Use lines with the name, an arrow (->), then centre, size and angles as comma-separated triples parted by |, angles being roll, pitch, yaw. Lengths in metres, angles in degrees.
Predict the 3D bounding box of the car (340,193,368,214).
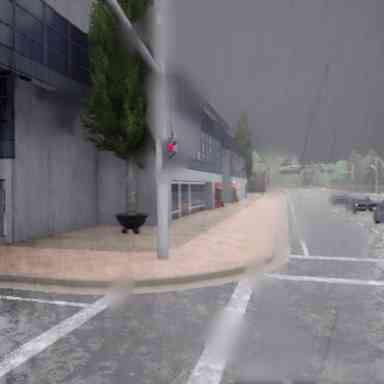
car -> 13.274, 0.981, 26.140 | 1.895, 1.301, 4.718 | 0, 1, 16

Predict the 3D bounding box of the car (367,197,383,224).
car -> 10.828, 1.092, 17.293 | 1.812, 1.442, 4.674 | 0, 1, 16

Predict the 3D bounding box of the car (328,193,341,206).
car -> 15.959, 0.777, 35.834 | 1.895, 1.301, 4.718 | 0, 1, 16
